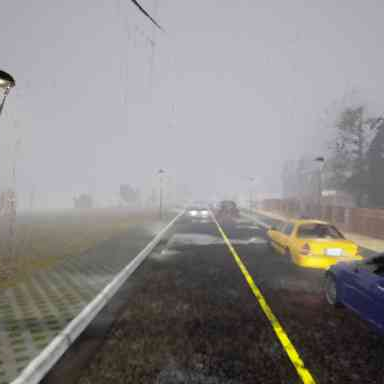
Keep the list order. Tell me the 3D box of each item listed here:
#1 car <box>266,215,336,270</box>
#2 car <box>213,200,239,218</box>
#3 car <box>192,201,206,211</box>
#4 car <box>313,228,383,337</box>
[{"bbox_3d":[3.778,1.554,11.303,1.801,1.575,5.366,1,0,1],"label":"car"},{"bbox_3d":[3.470,1.544,33.085,2.097,1.767,4.553,1,0,2],"label":"car"},{"bbox_3d":[0.952,1.817,45.099,1.895,1.301,4.718,1,0,1],"label":"car"},{"bbox_3d":[3.640,1.597,5.115,1.812,1.442,4.674,1,0,1],"label":"car"}]
